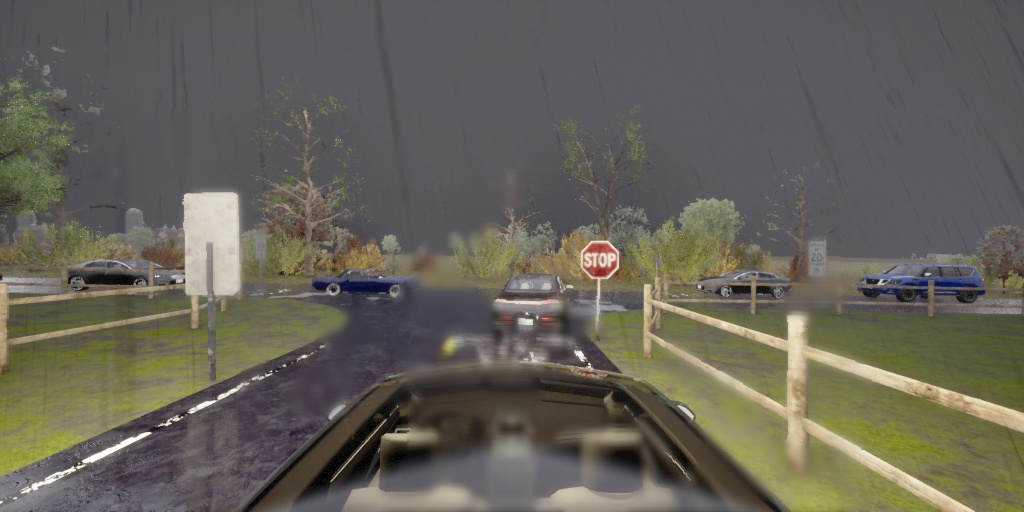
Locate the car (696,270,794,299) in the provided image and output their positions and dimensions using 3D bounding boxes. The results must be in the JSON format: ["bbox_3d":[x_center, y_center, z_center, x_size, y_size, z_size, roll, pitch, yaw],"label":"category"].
[{"bbox_3d":[13.015,1.525,20.186,4.902,1.511,2.128,1,1,0],"label":"car"}]

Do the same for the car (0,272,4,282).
[{"bbox_3d":[-27.784,0.717,17.309,4.674,1.442,1.812,1,1,0],"label":"car"}]

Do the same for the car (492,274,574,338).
[{"bbox_3d":[0.711,1.240,10.235,2.128,1.511,4.902,0,0,9],"label":"car"}]

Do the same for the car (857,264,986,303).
[{"bbox_3d":[22.911,1.467,20.169,5.566,2.045,2.150,1,1,0],"label":"car"}]

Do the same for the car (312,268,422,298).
[{"bbox_3d":[-6.813,1.248,17.272,4.718,1.301,1.895,1,1,0],"label":"car"}]

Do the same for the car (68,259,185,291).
[{"bbox_3d":[-18.481,0.885,17.296,4.902,1.511,2.128,1,1,0],"label":"car"}]
